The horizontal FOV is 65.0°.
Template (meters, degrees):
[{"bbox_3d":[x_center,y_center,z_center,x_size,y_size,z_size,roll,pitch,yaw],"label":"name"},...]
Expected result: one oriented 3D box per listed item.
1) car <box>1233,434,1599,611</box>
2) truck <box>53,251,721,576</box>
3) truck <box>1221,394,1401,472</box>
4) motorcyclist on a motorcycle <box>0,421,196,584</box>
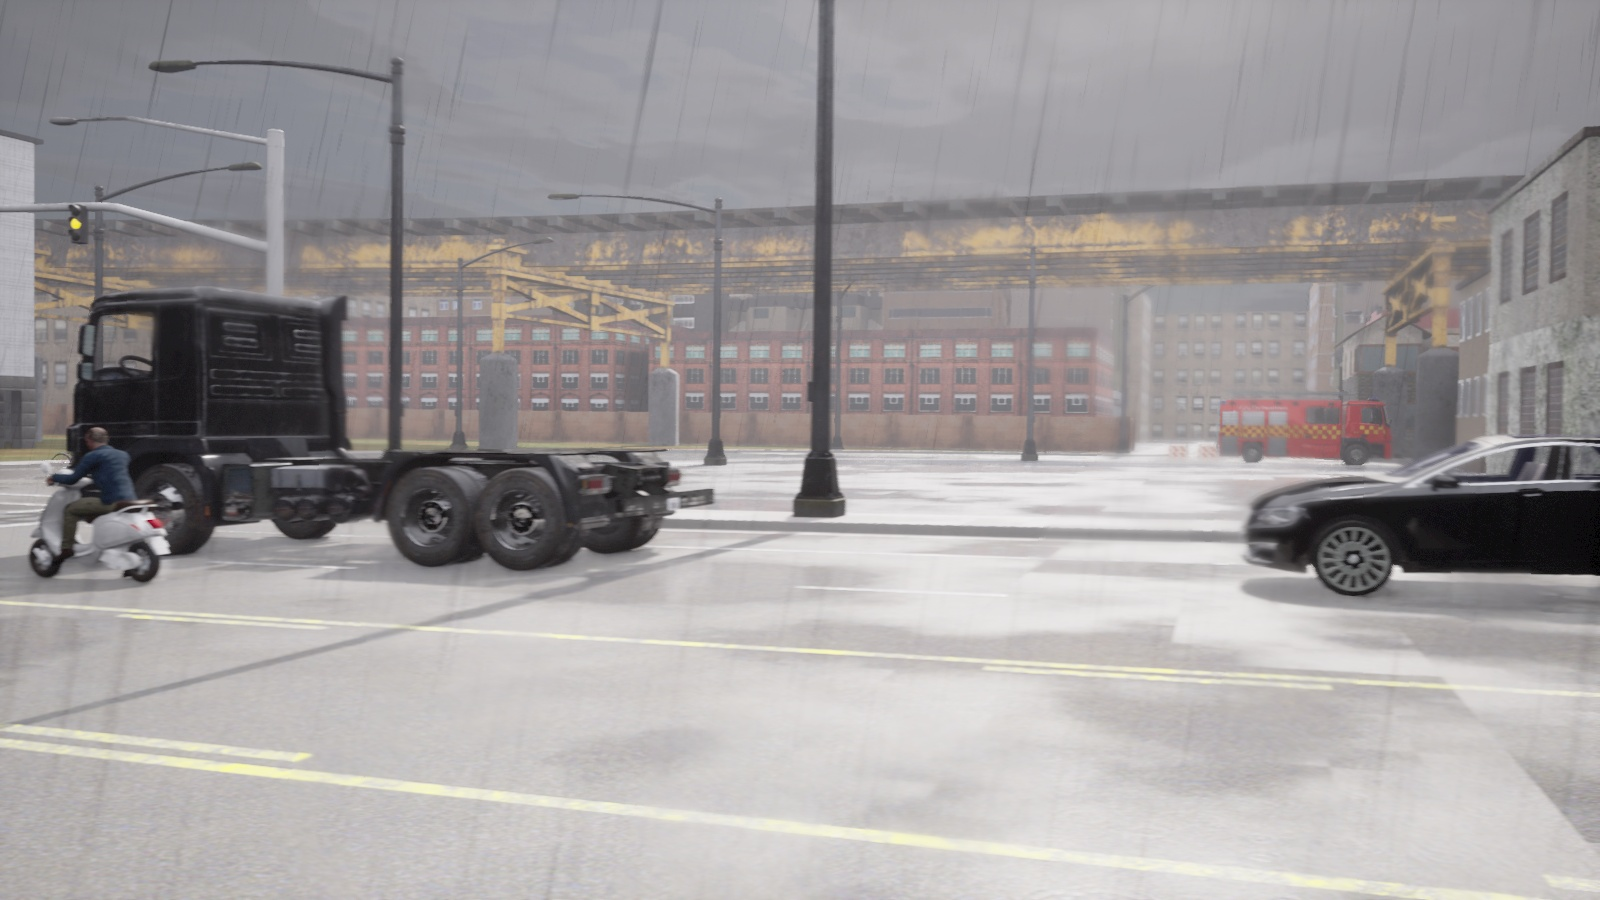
[{"bbox_3d":[6.749,0.616,11.999,4.902,1.511,2.128,0,1,19],"label":"car"},{"bbox_3d":[-5.245,-0.463,16.019,7.936,3.462,2.891,1,1,19],"label":"truck"},{"bbox_3d":[26.642,-0.934,65.948,8.468,3.827,2.891,2,1,18],"label":"truck"},{"bbox_3d":[-7.335,0.503,13.043,1.817,1.590,0.866,1,1,19],"label":"motorcyclist on a motorcycle"}]
